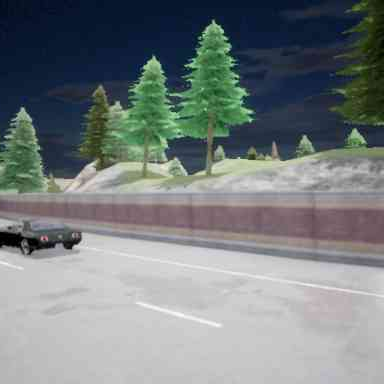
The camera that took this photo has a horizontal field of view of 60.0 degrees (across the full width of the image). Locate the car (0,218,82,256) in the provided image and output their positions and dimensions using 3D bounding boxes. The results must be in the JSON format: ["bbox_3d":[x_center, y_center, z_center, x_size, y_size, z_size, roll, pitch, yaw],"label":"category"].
[{"bbox_3d":[-6.670,1.762,14.036,4.718,1.301,1.895,-1,-1,42],"label":"car"}]
